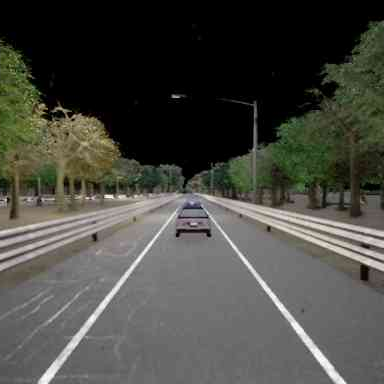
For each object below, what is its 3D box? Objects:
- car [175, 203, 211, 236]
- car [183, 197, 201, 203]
[{"bbox_3d":[0.064,1.541,18.146,2.033,1.411,5.357,0,0,0],"label":"car"},{"bbox_3d":[0.019,1.323,39.017,2.097,1.767,4.553,0,0,0],"label":"car"}]
